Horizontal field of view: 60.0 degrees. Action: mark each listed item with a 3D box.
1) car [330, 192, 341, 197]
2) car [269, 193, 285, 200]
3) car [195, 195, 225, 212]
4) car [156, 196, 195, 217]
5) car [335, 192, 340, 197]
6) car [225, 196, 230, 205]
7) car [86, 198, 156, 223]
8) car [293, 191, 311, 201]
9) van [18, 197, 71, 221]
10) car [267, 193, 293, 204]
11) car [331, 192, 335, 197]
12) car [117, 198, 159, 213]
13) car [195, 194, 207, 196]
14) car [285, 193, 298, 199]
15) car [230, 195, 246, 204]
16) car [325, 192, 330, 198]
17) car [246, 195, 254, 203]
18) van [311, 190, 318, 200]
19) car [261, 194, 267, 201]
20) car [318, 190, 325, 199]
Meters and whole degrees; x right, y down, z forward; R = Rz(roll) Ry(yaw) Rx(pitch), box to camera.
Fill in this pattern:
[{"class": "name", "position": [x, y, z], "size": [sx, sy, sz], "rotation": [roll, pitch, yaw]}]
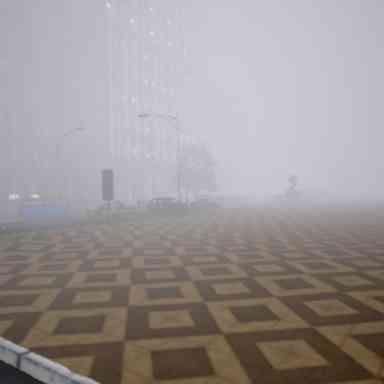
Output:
[{"class": "car", "position": [37.877, 0.632, 87.799], "size": [2.008, 1.369, 4.403], "rotation": [-2, -1, 33]}, {"class": "car", "position": [18.819, 1.053, 73.545], "size": [1.887, 1.381, 4.507], "rotation": [-2, 0, 33]}, {"class": "car", "position": [1.127, 1.234, 31.763], "size": [1.802, 1.307, 4.206], "rotation": [-2, 0, 33]}, {"class": "car", "position": [-1.929, 1.143, 27.088], "size": [1.967, 1.590, 4.097], "rotation": [-2, 0, 33]}, {"class": "car", "position": [34.916, 0.649, 83.266], "size": [1.752, 1.417, 4.829], "rotation": [-2, -1, 33]}, {"class": "car", "position": [3.528, 1.186, 50.124], "size": [1.967, 1.590, 4.097], "rotation": [-2, 0, 33]}, {"class": "car", "position": [-4.886, 1.279, 22.553], "size": [1.752, 1.417, 4.829], "rotation": [-2, 0, 33]}, {"class": "car", "position": [19.454, 0.798, 59.811], "size": [1.967, 1.590, 4.097], "rotation": [-2, 0, 33]}, {"class": "van", "position": [-11.762, 1.341, 26.704], "size": [1.690, 1.788, 3.998], "rotation": [-2, 0, 33]}, {"class": "car", "position": [13.438, 0.977, 50.604], "size": [1.752, 1.417, 4.829], "rotation": [-2, 0, 33]}, {"class": "car", "position": [31.772, 0.736, 78.447], "size": [1.947, 1.339, 4.313], "rotation": [-2, -1, 33]}, {"class": "car", "position": [-5.735, 1.423, 35.929], "size": [1.752, 1.417, 4.829], "rotation": [-2, 0, 33]}, {"class": "car", "position": [1.008, 1.095, 41.475], "size": [2.097, 1.767, 4.553], "rotation": [-2, -1, 33]}, {"class": "car", "position": [24.935, 0.962, 82.913], "size": [1.887, 1.381, 4.507], "rotation": [-2, -1, 33]}, {"class": "car", "position": [6.588, 1.242, 54.807], "size": [1.887, 1.381, 4.507], "rotation": [-2, 0, 33]}, {"class": "car", "position": [28.675, 0.532, 73.797], "size": [2.192, 1.841, 5.009], "rotation": [-2, -1, 33]}, {"class": "car", "position": [9.646, 1.200, 59.492], "size": [2.008, 1.369, 4.403], "rotation": [-2, 0, 33]}, {"class": "van", "position": [22.532, 0.651, 64.469], "size": [1.690, 1.788, 3.998], "rotation": [-2, 0, 33]}, {"class": "car", "position": [15.759, 0.995, 68.861], "size": [1.967, 1.590, 4.097], "rotation": [-2, 0, 33]}, {"class": "car", "position": [25.603, 0.703, 69.135], "size": [1.967, 1.590, 4.097], "rotation": [-2, -1, 33]}]
